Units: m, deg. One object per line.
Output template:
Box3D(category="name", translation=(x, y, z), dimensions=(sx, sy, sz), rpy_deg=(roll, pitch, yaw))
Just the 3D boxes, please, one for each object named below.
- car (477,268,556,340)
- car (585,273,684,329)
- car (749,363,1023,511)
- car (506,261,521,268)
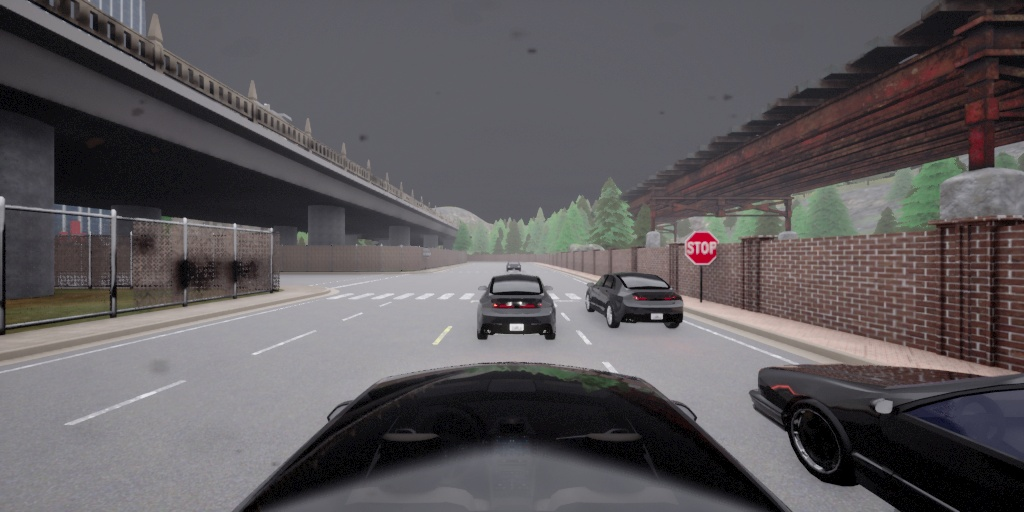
Box3D(category="car", translation=(0.104, 1.255, 9.959), dimensions=(1.837, 1.490, 4.892), rpy_deg=(0, 0, 0))
Box3D(category="car", translation=(3.606, 1.255, 11.316), dimensions=(1.837, 1.490, 4.892), rpy_deg=(0, 0, 0))
Box3D(category="car", translation=(3.600, 1.297, 1.570), dimensions=(2.033, 1.411, 5.357), rpy_deg=(0, 0, 0))
Box3D(category="car", translation=(0.212, 1.351, 46.249), dimensions=(1.895, 1.301, 4.718), rpy_deg=(0, 0, -1))
